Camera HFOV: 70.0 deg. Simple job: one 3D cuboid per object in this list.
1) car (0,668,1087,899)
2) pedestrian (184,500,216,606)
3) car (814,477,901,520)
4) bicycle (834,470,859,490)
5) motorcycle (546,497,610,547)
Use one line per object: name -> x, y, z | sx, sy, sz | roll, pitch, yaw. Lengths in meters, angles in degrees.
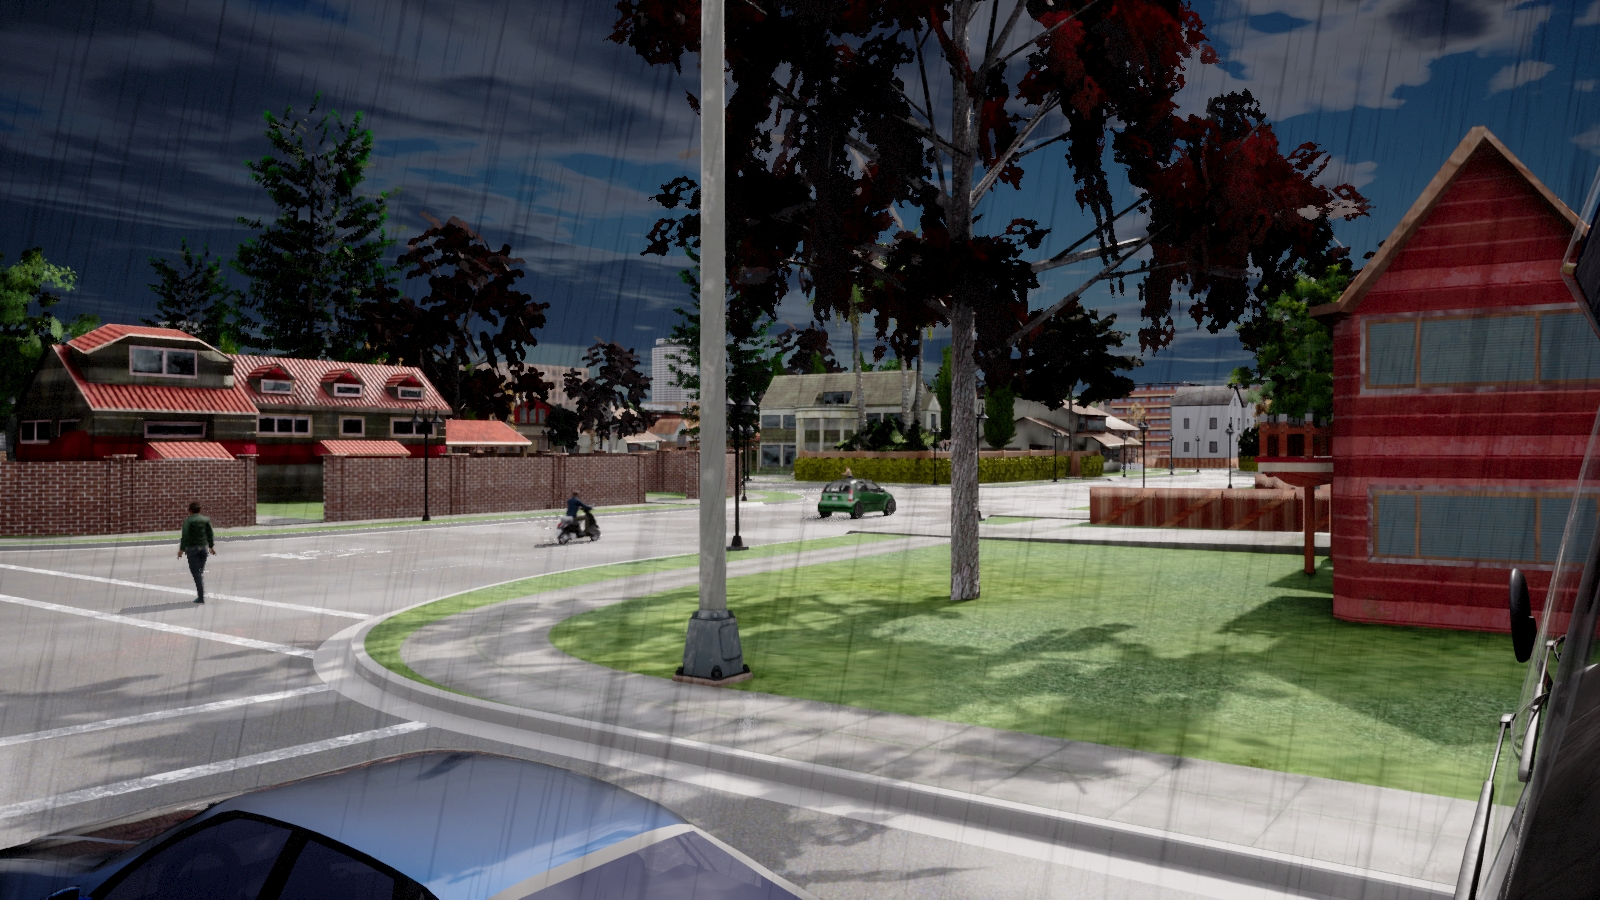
car -> -1.713, 2.106, 4.943 | 5.357, 1.411, 2.033 | 0, 0, 36
pedestrian -> -10.850, 1.848, 20.658 | 0.375, 1.860, 0.375 | 0, 0, 32
car -> 2.430, 1.999, 47.706 | 1.851, 1.617, 3.988 | 0, 0, 33
bicycle -> 3.171, 2.020, 78.020 | 1.487, 1.301, 0.859 | 1, 0, 33
motorcycle -> -6.622, 2.129, 34.124 | 0.856, 1.341, 1.805 | 0, 0, 34
